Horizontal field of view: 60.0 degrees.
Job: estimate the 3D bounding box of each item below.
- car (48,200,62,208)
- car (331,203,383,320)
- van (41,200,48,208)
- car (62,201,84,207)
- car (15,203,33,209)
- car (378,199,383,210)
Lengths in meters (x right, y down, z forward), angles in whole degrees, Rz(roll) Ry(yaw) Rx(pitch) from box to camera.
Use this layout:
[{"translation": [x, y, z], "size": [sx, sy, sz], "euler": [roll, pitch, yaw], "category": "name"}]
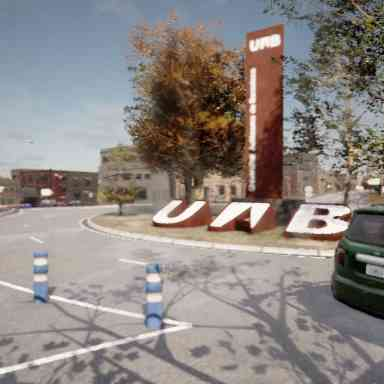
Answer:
[{"translation": [-27.780, 2.747, 70.494], "size": [4.792, 1.488, 2.163], "euler": [-4, -3, 40], "category": "car"}, {"translation": [5.051, 1.222, 5.975], "size": [5.566, 2.045, 2.150], "euler": [0, 0, -26], "category": "car"}, {"translation": [-32.092, 2.789, 74.095], "size": [4.442, 1.987, 1.878], "euler": [-4, -3, 40], "category": "van"}, {"translation": [-23.557, 2.467, 66.987], "size": [4.674, 1.452, 2.002], "euler": [-4, -4, 40], "category": "car"}, {"translation": [-40.457, 3.633, 81.085], "size": [4.674, 1.452, 2.002], "euler": [-4, -3, 40], "category": "car"}, {"translation": [24.687, 1.522, 39.407], "size": [1.994, 1.385, 4.181], "euler": [0, 0, -36], "category": "car"}]
